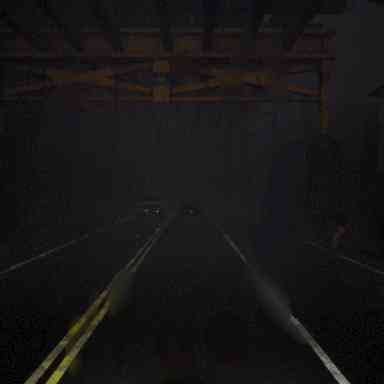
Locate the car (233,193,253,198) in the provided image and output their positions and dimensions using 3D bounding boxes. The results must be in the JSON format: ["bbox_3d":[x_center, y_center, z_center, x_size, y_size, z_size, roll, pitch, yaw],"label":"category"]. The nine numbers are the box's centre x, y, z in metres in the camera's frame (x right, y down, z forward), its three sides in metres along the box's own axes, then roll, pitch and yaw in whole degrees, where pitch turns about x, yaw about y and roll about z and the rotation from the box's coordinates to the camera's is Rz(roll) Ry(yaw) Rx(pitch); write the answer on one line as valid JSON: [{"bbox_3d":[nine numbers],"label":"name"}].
[{"bbox_3d":[12.874,0.762,83.458,4.536,1.218,1.853,0,1,-20],"label":"car"}]

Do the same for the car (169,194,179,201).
[{"bbox_3d":[-3.869,1.099,70.605,1.882,1.535,5.008,0,1,0],"label":"car"}]

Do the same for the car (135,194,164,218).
[{"bbox_3d":[-3.756,1.188,30.286,2.150,2.045,5.566,0,0,0],"label":"car"}]

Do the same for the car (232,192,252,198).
[{"bbox_3d":[13.130,0.868,87.602,4.974,1.542,2.038,0,1,25],"label":"car"}]

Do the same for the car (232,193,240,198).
[{"bbox_3d":[12.825,0.920,83.442,4.974,1.542,2.038,0,1,-20],"label":"car"}]

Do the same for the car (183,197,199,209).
[{"bbox_3d":[-0.135,1.450,45.167,2.033,1.411,5.357,0,0,0],"label":"car"}]

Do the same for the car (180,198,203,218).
[{"bbox_3d":[-0.053,1.445,29.831,1.882,1.535,5.008,0,0,0],"label":"car"}]

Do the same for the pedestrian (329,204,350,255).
[{"bbox_3d":[5.156,1.282,11.619,0.375,1.860,0.375,-1,1,0],"label":"pedestrian"}]

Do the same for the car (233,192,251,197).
[{"bbox_3d":[13.177,0.711,87.579,4.536,1.218,1.853,0,1,25],"label":"car"}]
